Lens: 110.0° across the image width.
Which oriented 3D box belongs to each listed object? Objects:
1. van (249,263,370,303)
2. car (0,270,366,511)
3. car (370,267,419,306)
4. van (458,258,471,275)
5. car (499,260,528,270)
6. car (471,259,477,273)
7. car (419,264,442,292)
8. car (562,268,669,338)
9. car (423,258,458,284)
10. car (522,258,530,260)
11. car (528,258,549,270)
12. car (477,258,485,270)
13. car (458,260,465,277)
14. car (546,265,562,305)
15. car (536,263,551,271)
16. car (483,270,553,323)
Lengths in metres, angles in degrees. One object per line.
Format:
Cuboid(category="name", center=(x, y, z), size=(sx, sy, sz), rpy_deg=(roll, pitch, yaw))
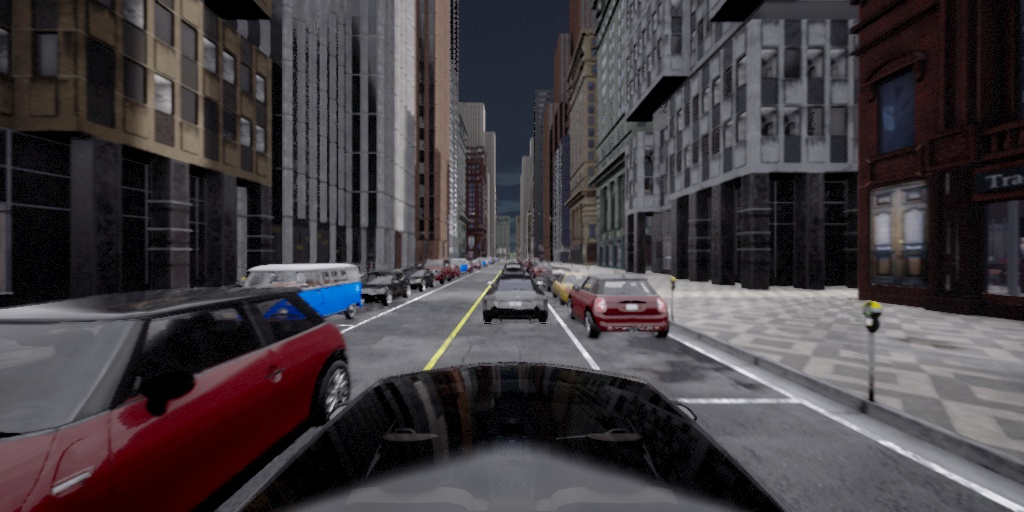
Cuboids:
Cuboid(category="van", center=(-5.763, 1.102, 10.181), size=(1.690, 1.789, 3.998), rpy_deg=(0, 0, 0))
Cuboid(category="car", center=(-3.096, 1.103, 2.647), size=(2.097, 1.767, 4.553), rpy_deg=(0, 0, 0))
Cuboid(category="car", center=(-5.763, 1.335, 15.818), size=(1.948, 1.339, 4.313), rpy_deg=(0, 0, 0))
Cuboid(category="van", center=(-5.764, 1.143, 38.365), size=(1.690, 1.789, 3.998), rpy_deg=(0, 0, 0))
Cuboid(category="car", center=(0.099, 1.293, 28.552), size=(1.837, 1.490, 4.892), rpy_deg=(0, 0, 0))
Cuboid(category="car", center=(-5.764, 1.250, 44.002), size=(1.967, 1.591, 4.097), rpy_deg=(0, 0, 0))
Cuboid(category="car", center=(-5.764, 1.344, 21.455), size=(1.948, 1.339, 4.313), rpy_deg=(0, 0, 0))
Cuboid(category="car", center=(2.762, 1.202, 10.194), size=(1.967, 1.591, 4.097), rpy_deg=(0, 0, 0))
Cuboid(category="car", center=(-5.764, 1.100, 27.091), size=(2.192, 1.841, 5.009), rpy_deg=(0, 0, 0))
Cuboid(category="car", center=(2.761, 1.125, 44.012), size=(2.192, 1.841, 5.009), rpy_deg=(0, 0, 0))
Cuboid(category="car", center=(2.761, 1.234, 32.738), size=(1.967, 1.591, 4.097), rpy_deg=(0, 0, 0))
Cuboid(category="car", center=(-5.765, 1.266, 55.275), size=(1.967, 1.591, 4.097), rpy_deg=(0, 0, 0))
Cuboid(category="car", center=(-5.764, 1.339, 32.728), size=(1.888, 1.381, 4.507), rpy_deg=(0, 0, 0))
Cuboid(category="car", center=(2.762, 1.295, 16.000), size=(1.751, 1.417, 4.829), rpy_deg=(0, 0, 0))
Cuboid(category="car", center=(2.761, 1.328, 21.466), size=(2.007, 1.370, 4.403), rpy_deg=(0, 0, 0))
Cuboid(category="car", center=(0.099, 1.329, 12.170), size=(1.994, 1.385, 4.181), rpy_deg=(0, 0, 0))
